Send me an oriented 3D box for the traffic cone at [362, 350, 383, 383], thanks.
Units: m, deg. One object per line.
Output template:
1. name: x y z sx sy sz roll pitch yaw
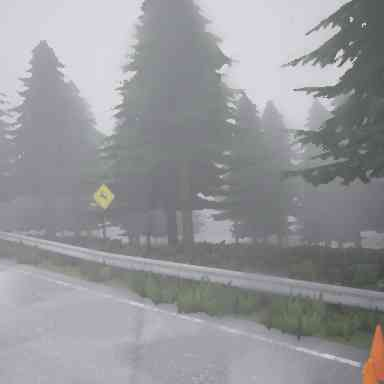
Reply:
1. traffic cone: 1.773 1.956 3.294 0.340 0.580 0.340 0 0 34

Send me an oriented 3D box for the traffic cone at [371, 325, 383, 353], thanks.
1. traffic cone: 2.320 1.956 4.128 0.340 0.580 0.340 0 0 34
